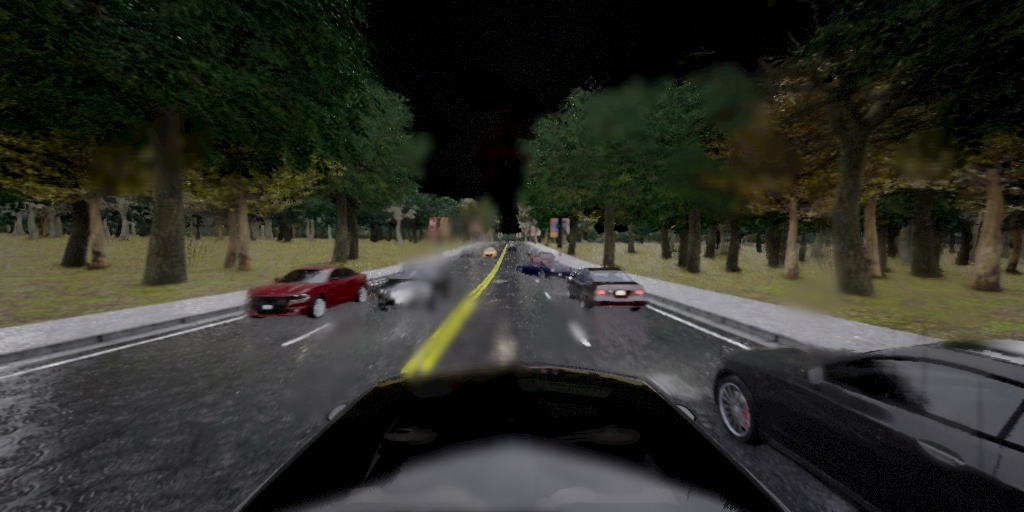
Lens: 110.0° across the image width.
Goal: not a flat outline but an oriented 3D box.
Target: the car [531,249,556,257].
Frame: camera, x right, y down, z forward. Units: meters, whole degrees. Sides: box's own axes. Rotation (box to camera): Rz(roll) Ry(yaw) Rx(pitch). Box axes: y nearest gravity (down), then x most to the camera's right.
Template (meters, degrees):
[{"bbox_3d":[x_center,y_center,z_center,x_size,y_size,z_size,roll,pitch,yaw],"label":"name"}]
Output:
[{"bbox_3d":[3.261,0.389,35.203,2.097,1.767,4.553,0,2,0],"label":"car"}]

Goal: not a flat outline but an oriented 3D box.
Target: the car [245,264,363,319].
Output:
[{"bbox_3d":[-6.594,1.058,12.162,1.882,1.535,5.008,0,1,0],"label":"car"}]

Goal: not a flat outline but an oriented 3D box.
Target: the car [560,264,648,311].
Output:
[{"bbox_3d":[3.253,1.106,13.260,2.033,1.411,5.357,0,1,0],"label":"car"}]

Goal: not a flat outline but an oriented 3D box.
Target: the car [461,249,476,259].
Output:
[{"bbox_3d":[-6.529,-0.407,54.281,2.033,1.411,5.357,0,4,1],"label":"car"}]

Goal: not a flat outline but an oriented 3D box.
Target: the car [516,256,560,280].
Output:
[{"bbox_3d":[2.156,0.919,25.917,1.895,1.301,4.718,-1,2,-28],"label":"car"}]

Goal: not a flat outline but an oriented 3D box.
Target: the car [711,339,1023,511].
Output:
[{"bbox_3d":[3.249,1.265,2.264,1.812,1.442,4.674,0,1,0],"label":"car"}]

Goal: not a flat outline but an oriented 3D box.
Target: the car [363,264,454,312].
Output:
[{"bbox_3d":[-3.343,1.052,13.252,2.128,1.511,4.902,0,1,0],"label":"car"}]

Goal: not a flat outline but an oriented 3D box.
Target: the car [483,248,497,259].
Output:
[{"bbox_3d":[-3.285,-0.476,54.255,1.882,1.535,5.008,0,4,1],"label":"car"}]

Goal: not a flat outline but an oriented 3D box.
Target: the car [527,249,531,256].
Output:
[{"bbox_3d":[3.265,0.129,46.251,1.895,1.301,4.718,0,3,0],"label":"car"}]
